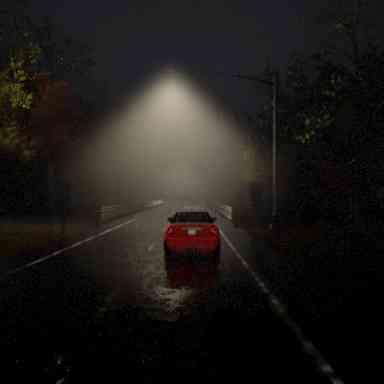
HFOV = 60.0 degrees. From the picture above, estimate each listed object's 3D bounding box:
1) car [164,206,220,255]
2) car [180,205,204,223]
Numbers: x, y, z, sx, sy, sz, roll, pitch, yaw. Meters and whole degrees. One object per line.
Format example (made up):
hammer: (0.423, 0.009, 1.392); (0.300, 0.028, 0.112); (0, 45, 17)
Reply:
car: (0.000, 1.482, 14.074); (2.097, 1.767, 4.553); (0, -1, 0)
car: (-0.005, 1.872, 29.100); (1.895, 1.301, 4.718); (0, 0, 0)
